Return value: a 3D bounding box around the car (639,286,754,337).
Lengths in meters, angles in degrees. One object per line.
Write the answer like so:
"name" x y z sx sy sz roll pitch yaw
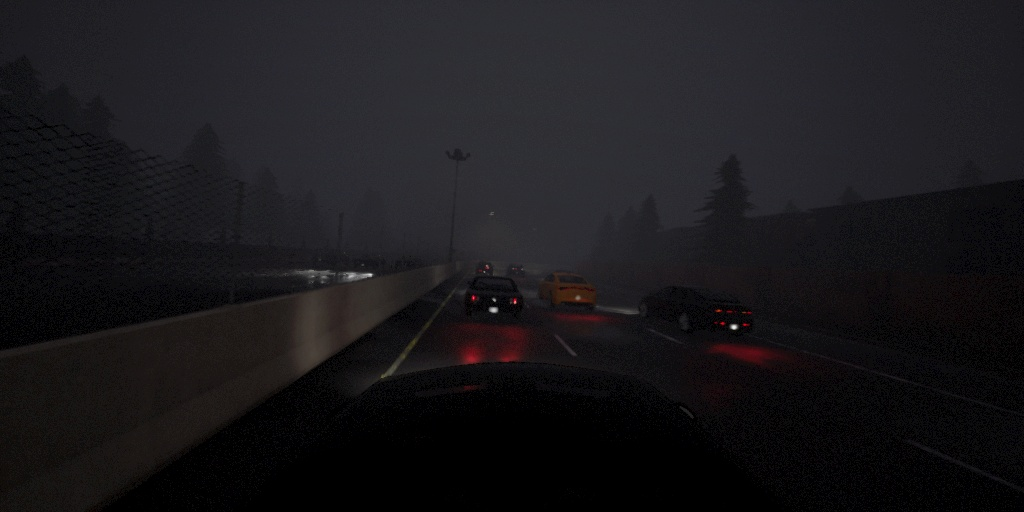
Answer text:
"car" 6.313 1.814 12.915 1.837 1.490 4.892 4 0 -5

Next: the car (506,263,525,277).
"car" 0.354 1.612 40.894 2.128 1.511 4.902 4 0 -5

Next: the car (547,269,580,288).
"car" 4.575 1.956 32.573 1.895 1.301 4.718 4 0 -5

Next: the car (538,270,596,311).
"car" 2.458 1.539 16.937 1.882 1.535 5.008 4 0 -5

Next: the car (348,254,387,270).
"car" -13.093 0.471 33.290 1.895 1.301 4.718 4 -1 -5

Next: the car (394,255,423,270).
"car" -9.605 0.577 33.597 1.895 1.301 4.718 4 -1 -5

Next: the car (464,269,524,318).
"car" -0.747 1.398 13.415 1.895 1.301 4.718 4 0 -5

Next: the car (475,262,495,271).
"car" -3.014 1.366 39.278 1.837 1.490 4.892 4 0 -5

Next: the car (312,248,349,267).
"car" -16.561 0.057 33.016 2.128 1.511 4.902 4 -1 -5
